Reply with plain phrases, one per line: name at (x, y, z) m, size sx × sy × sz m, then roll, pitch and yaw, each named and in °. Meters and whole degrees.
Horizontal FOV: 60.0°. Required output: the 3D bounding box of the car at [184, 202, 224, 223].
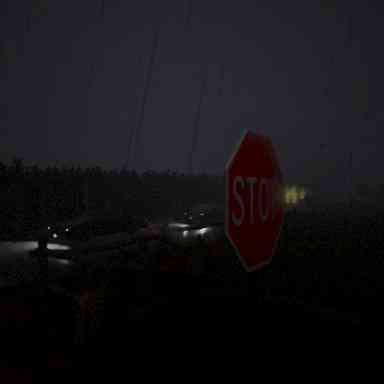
car at (1.284, 1.526, 25.078) m, size 1.812 × 1.442 × 4.674 m, roll 0°, pitch 0°, yaw 35°

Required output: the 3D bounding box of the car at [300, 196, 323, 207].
car at (16.277, 1.289, 45.464) m, size 2.128 × 1.511 × 4.902 m, roll 0°, pitch 1°, yaw 2°

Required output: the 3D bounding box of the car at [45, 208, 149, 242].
car at (-4.532, 1.555, 16.923) m, size 2.033 × 1.411 × 5.357 m, roll 0°, pitch 0°, yaw 35°
